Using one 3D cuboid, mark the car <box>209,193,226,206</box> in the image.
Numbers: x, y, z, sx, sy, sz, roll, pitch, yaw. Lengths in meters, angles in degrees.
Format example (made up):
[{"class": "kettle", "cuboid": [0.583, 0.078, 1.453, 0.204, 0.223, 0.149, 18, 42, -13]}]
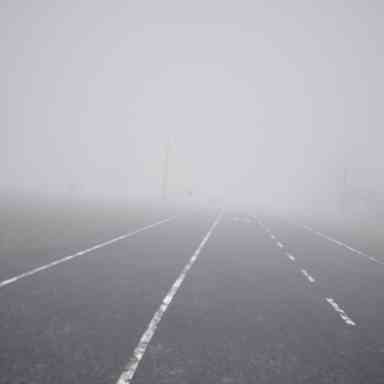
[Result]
[{"class": "car", "cuboid": [4.120, 1.282, 56.409, 2.150, 2.045, 5.566, 4, 0, 8]}]
